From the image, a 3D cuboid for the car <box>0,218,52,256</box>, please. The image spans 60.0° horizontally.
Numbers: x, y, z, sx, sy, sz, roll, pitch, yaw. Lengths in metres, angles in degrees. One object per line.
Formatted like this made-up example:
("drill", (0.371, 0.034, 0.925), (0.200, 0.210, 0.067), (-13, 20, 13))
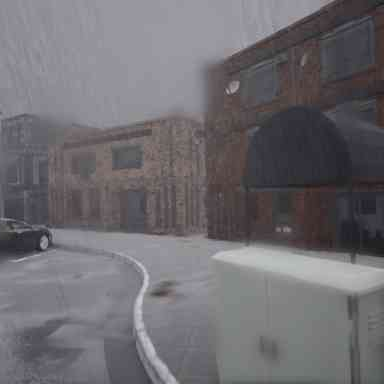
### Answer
("car", (-7.525, 1.756, 12.993), (2.231, 1.521, 4.892), (-1, -1, 13))
